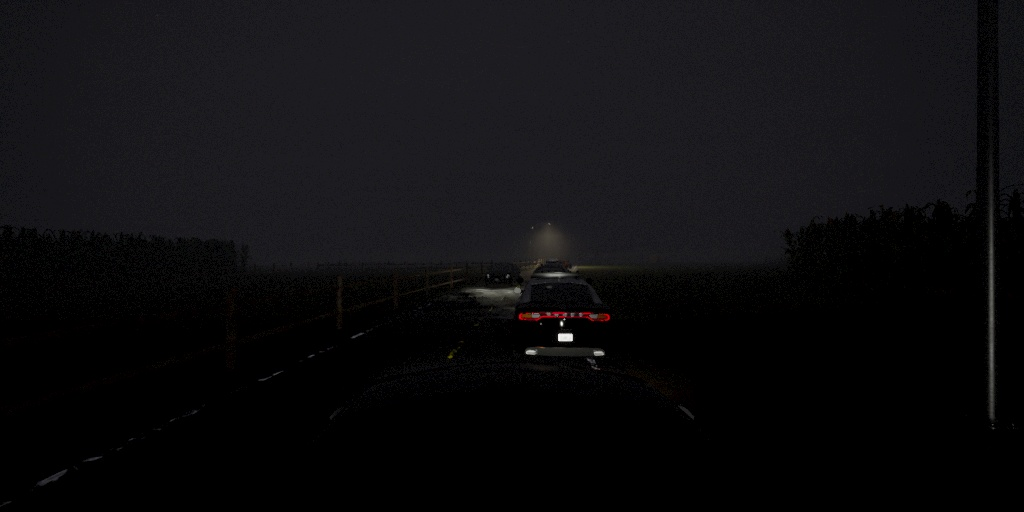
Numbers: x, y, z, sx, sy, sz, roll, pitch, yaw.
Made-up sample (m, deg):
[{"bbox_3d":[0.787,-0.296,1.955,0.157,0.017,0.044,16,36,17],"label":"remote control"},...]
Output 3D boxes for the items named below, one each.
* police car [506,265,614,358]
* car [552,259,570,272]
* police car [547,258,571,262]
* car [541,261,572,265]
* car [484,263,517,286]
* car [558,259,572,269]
[{"bbox_3d":[1.057,1.173,8.647,1.930,1.638,5.238,0,0,3],"label":"police car"},{"bbox_3d":[6.228,1.187,45.324,1.882,1.535,5.008,0,0,12],"label":"car"},{"bbox_3d":[2.855,1.159,24.295,1.930,1.638,5.238,0,0,10],"label":"police car"},{"bbox_3d":[1.967,1.218,18.342,1.882,1.535,5.008,0,0,7],"label":"car"},{"bbox_3d":[-0.550,1.212,24.912,1.882,1.535,5.008,0,0,10],"label":"car"},{"bbox_3d":[8.271,1.259,55.911,1.994,1.385,4.181,0,0,11],"label":"car"}]
